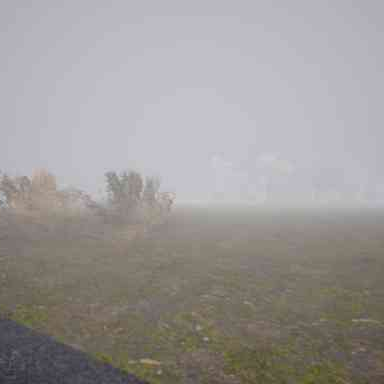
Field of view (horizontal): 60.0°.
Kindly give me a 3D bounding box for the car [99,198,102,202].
[{"bbox_3d":[-17.852,1.786,68.350,2.033,1.411,5.357,-1,-1,36],"label":"car"}]
